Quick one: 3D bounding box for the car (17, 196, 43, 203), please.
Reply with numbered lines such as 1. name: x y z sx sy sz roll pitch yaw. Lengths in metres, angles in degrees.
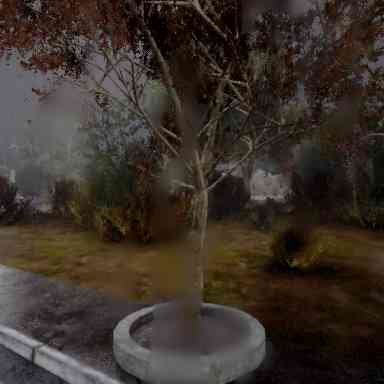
1. car: -22.061 1.215 44.900 2.033 1.411 5.357 1 0 32
